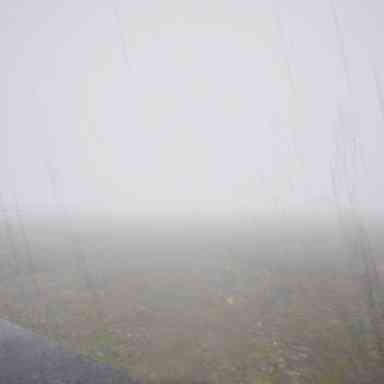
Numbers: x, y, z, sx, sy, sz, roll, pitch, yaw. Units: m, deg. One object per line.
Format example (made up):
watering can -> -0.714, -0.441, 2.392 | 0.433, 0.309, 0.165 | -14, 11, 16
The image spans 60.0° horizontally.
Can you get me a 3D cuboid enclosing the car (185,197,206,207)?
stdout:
car -> 0.877, 2.112, 71.858 | 2.150, 2.045, 5.566 | 0, 0, 36
